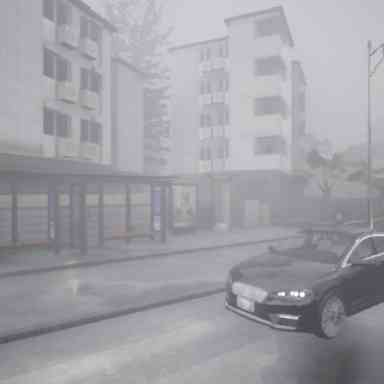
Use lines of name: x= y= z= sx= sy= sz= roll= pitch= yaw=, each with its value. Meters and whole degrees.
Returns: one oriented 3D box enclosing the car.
car: x=2.821 y=1.492 z=6.645 sx=4.902 sy=1.511 sz=2.128 roll=0 pitch=0 yaw=-36
